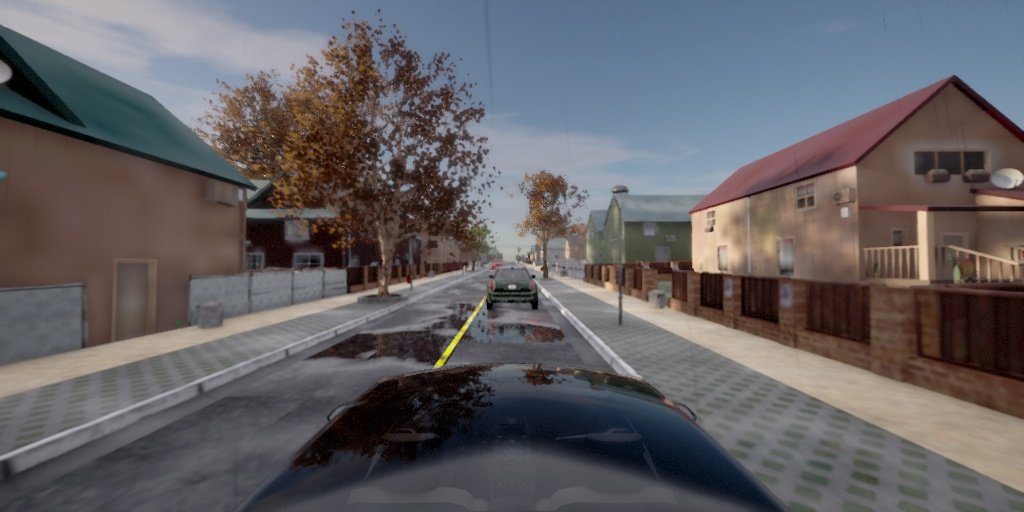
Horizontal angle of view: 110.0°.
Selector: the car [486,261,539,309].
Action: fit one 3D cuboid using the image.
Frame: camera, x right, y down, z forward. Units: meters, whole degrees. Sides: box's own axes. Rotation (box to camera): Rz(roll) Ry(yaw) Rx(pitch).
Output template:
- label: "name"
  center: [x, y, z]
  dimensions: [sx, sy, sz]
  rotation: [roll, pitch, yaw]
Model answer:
- label: "car"
  center: [0.011, 1.237, 15.947]
  dimensions: [2.097, 1.767, 4.553]
  rotation: [0, -1, 0]
